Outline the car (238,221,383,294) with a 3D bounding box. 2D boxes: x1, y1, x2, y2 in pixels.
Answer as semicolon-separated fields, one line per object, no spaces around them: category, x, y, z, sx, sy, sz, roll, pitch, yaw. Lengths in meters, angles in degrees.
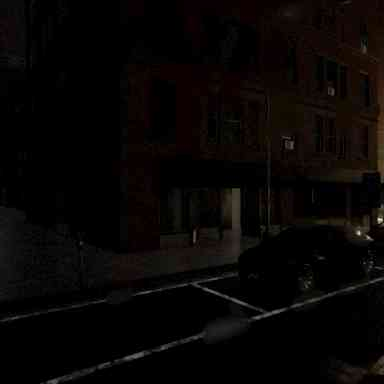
car;3.165;1.566;8.801;4.313;1.339;1.947;0;0;-36
